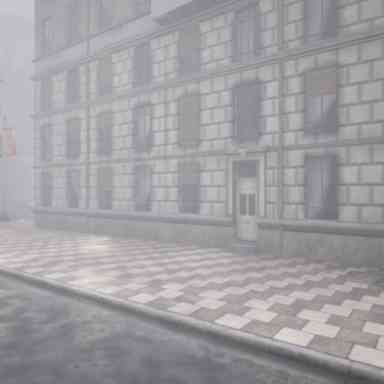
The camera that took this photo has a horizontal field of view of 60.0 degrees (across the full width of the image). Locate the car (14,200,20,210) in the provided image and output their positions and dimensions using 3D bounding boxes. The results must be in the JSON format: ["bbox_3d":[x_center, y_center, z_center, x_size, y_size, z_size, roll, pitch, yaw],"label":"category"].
[{"bbox_3d":[-19.215,1.218,41.817,2.150,2.045,5.566,0,0,36],"label":"car"}]

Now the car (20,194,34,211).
[{"bbox_3d":[-17.025,1.349,38.868,2.097,1.767,4.553,0,0,36],"label":"car"}]
